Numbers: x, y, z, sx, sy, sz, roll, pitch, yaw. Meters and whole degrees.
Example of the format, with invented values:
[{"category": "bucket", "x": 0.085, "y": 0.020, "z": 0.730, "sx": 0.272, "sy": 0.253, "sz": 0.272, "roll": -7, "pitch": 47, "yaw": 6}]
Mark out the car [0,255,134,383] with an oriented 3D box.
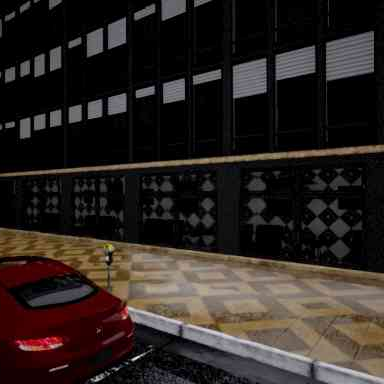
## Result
[{"category": "car", "x": -2.644, "y": 1.582, "z": 4.713, "sx": 4.206, "sy": 1.307, "sz": 1.802, "roll": 0, "pitch": 0, "yaw": 35}]
